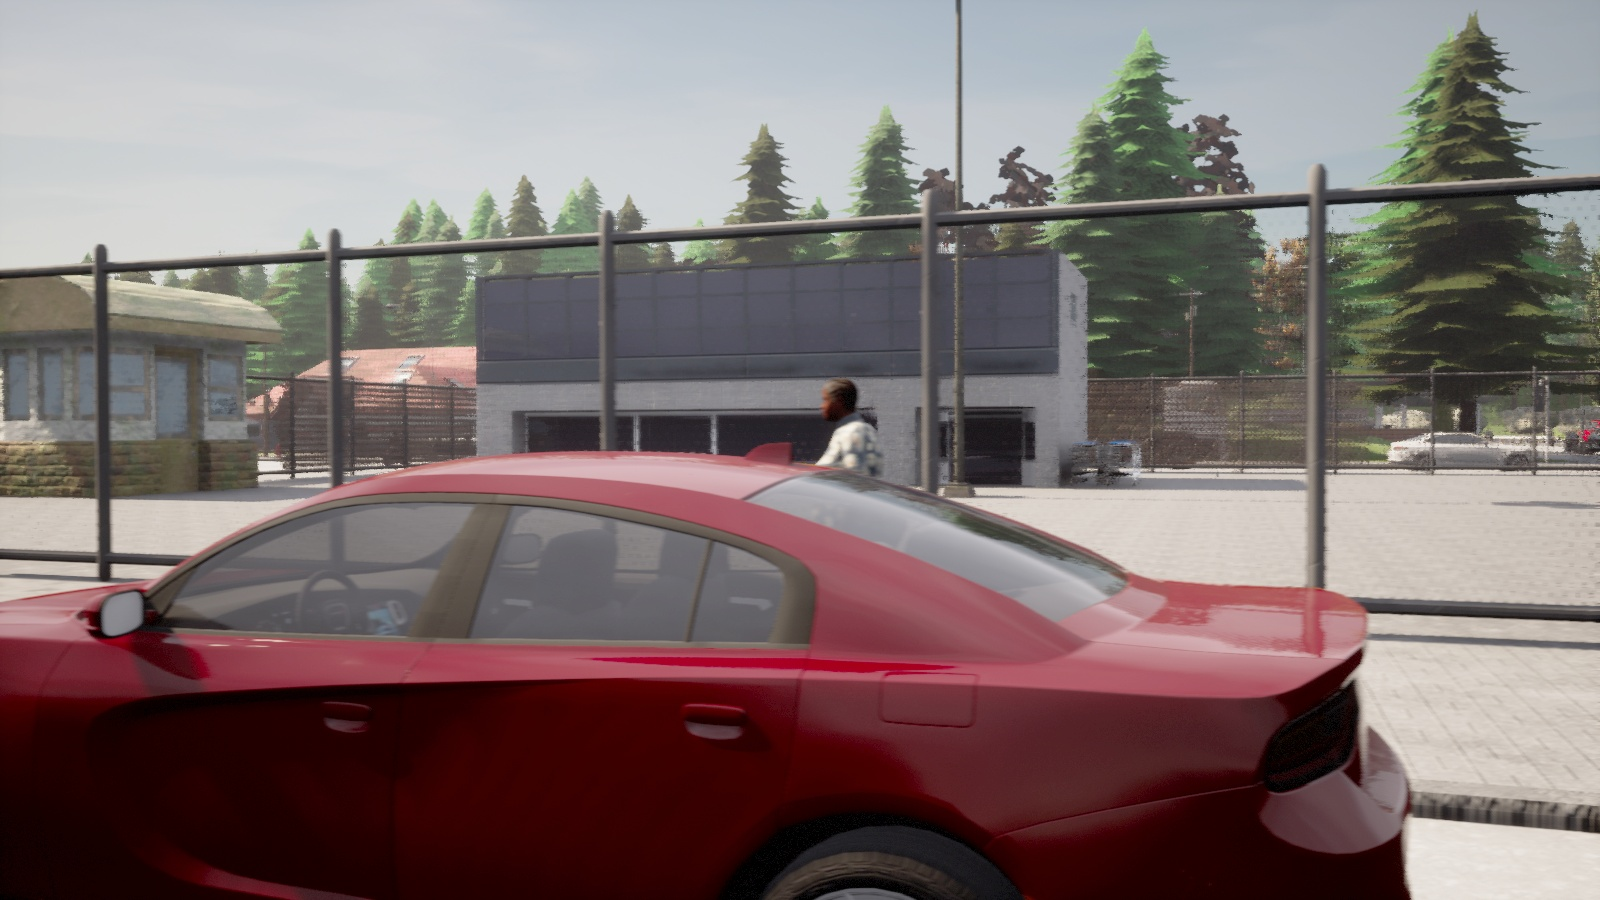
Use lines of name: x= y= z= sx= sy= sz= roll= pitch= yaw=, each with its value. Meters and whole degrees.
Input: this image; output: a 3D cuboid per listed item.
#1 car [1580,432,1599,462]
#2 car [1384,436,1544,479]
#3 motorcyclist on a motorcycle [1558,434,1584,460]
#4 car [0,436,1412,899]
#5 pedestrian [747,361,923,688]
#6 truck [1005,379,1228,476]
car: x=44.703 y=-0.181 z=69.012 sx=2.033 sy=1.649 sz=4.856 roll=1 pitch=1 yaw=19
car: x=23.043 y=0.237 z=43.773 sx=4.674 sy=1.442 sz=1.812 roll=0 pitch=1 yaw=18
motorcyclist on a motorcycle: x=47.578 y=-0.202 z=77.531 sx=0.866 sy=1.530 sz=2.191 roll=1 pitch=1 yaw=19
car: x=-0.936 y=0.737 z=3.995 sx=5.008 sy=1.535 sz=1.882 roll=1 pitch=1 yaw=20
pedestrian: x=0.233 y=0.414 z=7.663 sx=0.900 sy=1.855 sz=0.874 roll=0 pitch=1 yaw=14
truck: x=11.971 y=-0.871 z=47.490 sx=7.936 sy=3.462 sz=2.891 roll=1 pitch=1 yaw=19
